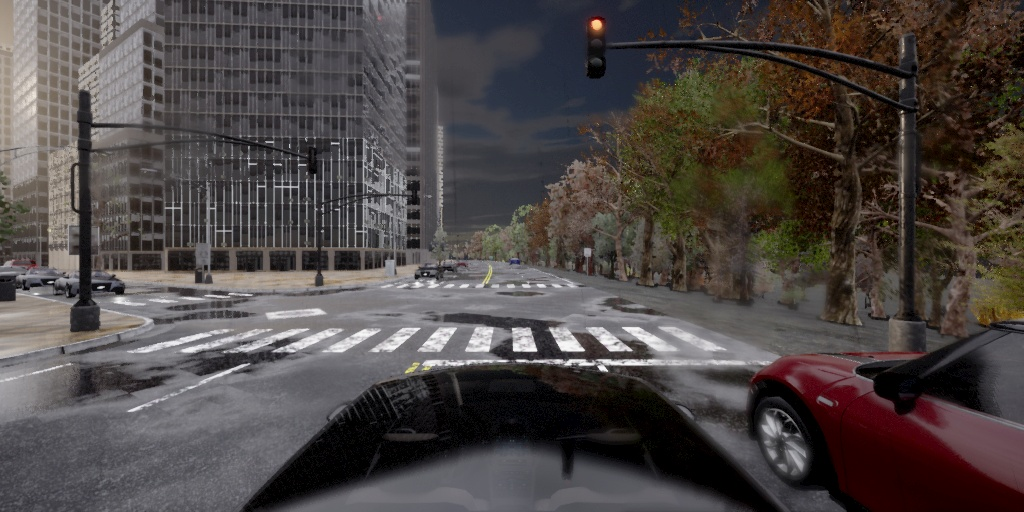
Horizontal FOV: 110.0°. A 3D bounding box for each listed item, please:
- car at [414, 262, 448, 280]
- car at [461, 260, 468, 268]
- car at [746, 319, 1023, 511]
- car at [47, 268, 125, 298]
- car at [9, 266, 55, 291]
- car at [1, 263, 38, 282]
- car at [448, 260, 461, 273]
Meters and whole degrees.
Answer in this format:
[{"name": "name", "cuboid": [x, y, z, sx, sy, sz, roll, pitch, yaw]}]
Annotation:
[{"name": "car", "cuboid": [-7.146, 1.323, 31.259, 1.994, 1.385, 4.181, 0, 0, -2]}, {"name": "car", "cuboid": [-8.573, 1.380, 61.276, 1.895, 1.301, 4.718, 0, 0, -3]}, {"name": "car", "cuboid": [3.320, 1.070, 1.717, 2.097, 1.767, 4.553, -1, -1, 2]}, {"name": "car", "cuboid": [-23.396, 1.490, 19.826, 4.181, 1.385, 1.994, 0, 0, 29]}, {"name": "car", "cuboid": [-32.133, 1.564, 24.566, 4.181, 1.385, 1.994, 0, 0, 29]}, {"name": "car", "cuboid": [-41.288, 1.586, 29.538, 4.892, 1.490, 1.837, -1, 0, 28]}, {"name": "car", "cuboid": [-7.606, 1.366, 42.890, 1.895, 1.301, 4.718, 0, 0, -3]}]
